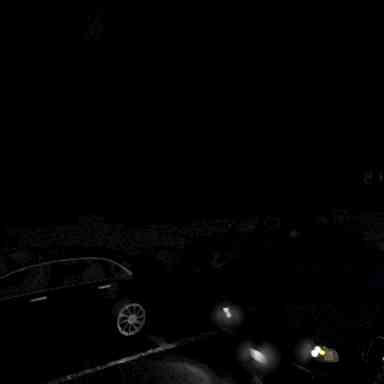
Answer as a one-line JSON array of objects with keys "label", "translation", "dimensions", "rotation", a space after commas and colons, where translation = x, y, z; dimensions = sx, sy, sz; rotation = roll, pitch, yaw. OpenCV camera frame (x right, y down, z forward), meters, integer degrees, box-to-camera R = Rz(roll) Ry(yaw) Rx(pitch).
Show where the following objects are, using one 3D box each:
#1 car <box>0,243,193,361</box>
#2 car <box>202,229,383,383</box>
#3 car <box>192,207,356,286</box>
[{"label": "car", "translation": [-2.395, 1.553, 4.937], "dimensions": [4.403, 1.369, 2.008], "rotation": [0, 0, -35]}, {"label": "car", "translation": [2.950, 1.561, 5.479], "dimensions": [5.357, 1.411, 2.033], "rotation": [0, 0, -35]}, {"label": "car", "translation": [2.174, 1.331, 8.193], "dimensions": [5.009, 1.841, 2.192], "rotation": [0, 0, -35]}]
